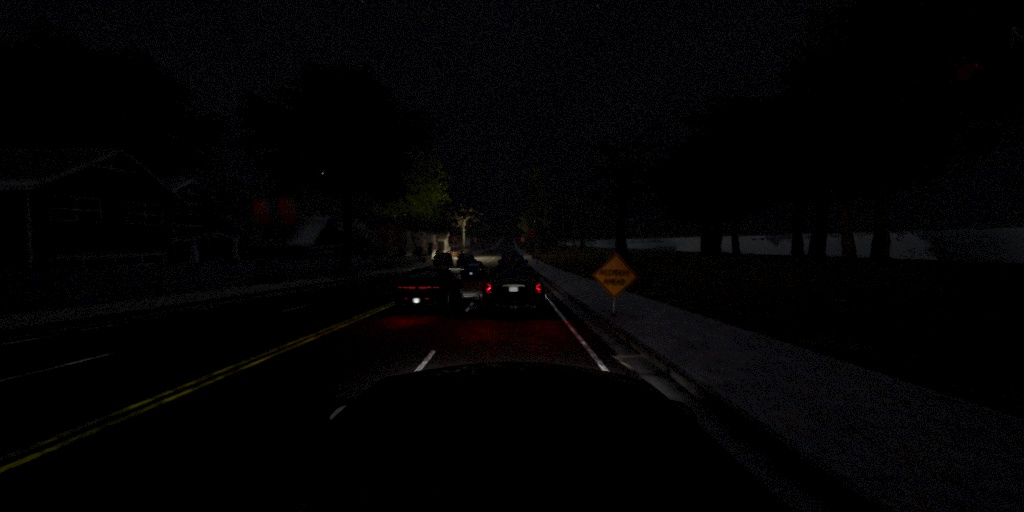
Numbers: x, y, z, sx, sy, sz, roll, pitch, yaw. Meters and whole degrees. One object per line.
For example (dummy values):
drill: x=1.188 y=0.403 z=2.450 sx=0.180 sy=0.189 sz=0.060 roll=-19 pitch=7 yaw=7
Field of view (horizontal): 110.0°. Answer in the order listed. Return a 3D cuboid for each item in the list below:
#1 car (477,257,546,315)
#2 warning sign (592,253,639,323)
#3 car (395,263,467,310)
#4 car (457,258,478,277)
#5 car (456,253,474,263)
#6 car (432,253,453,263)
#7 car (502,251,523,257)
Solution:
car: x=0.065 y=1.060 z=13.408 sx=2.097 sy=1.767 sz=4.553 roll=0 pitch=0 yaw=0
warning sign: x=2.848 y=0.837 z=10.133 sx=1.300 sy=1.860 sz=1.060 roll=0 pitch=0 yaw=0
car: x=-3.179 y=1.210 z=14.380 sx=1.837 sy=1.490 sz=4.892 roll=0 pitch=1 yaw=0
car: x=-3.179 y=1.156 z=30.209 sx=1.812 sy=1.442 sz=4.674 roll=0 pitch=0 yaw=0
car: x=-6.589 y=0.615 z=51.636 sx=2.150 sy=2.045 sz=5.566 roll=0 pitch=1 yaw=0
car: x=-9.837 y=0.617 z=51.540 sx=2.150 sy=2.045 sz=5.566 roll=0 pitch=1 yaw=0
car: x=0.062 y=0.865 z=28.258 sx=2.150 sy=2.045 sz=5.566 roll=0 pitch=1 yaw=0
